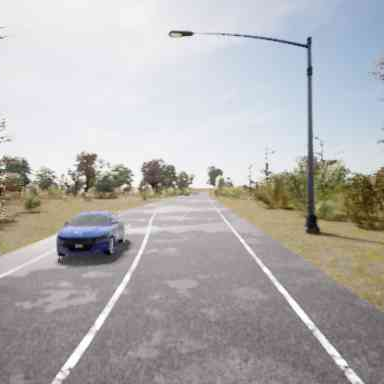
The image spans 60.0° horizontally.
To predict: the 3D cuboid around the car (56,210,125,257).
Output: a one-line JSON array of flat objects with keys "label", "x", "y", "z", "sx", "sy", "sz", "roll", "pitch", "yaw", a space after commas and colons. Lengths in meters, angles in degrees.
[{"label": "car", "x": -3.912, "y": 1.518, "z": 13.507, "sx": 1.882, "sy": 1.535, "sz": 5.008, "roll": -1, "pitch": 0, "yaw": -4}]
